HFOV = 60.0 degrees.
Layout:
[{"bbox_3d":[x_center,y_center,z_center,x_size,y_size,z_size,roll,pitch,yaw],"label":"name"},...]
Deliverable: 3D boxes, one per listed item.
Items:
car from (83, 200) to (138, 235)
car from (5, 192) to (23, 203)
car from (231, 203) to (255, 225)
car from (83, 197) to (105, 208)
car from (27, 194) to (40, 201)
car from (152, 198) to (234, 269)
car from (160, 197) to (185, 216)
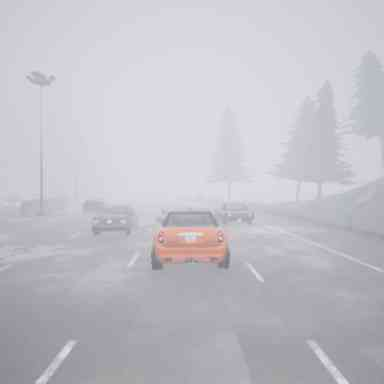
[{"bbox_3d":[-3.972,1.388,17.719,2.033,1.411,5.357,0,1,-4],"label":"car"},{"bbox_3d":[-30.000,0.862,56.166,2.097,1.767,4.553,0,1,-19],"label":"car"},{"bbox_3d":[2.647,1.398,22.247,1.895,1.301,4.718,0,1,-6],"label":"car"},{"bbox_3d":[-9.195,1.191,31.892,1.882,1.535,5.008,0,1,-9],"label":"car"},{"bbox_3d":[-25.820,1.038,54.678,1.812,1.442,4.674,0,1,-18],"label":"car"},{"bbox_3d":[-0.107,1.251,10.929,2.097,1.767,4.553,0,0,-2],"label":"car"},{"bbox_3d":[-1.830,1.253,30.096,1.812,1.442,4.674,0,1,-8],"label":"car"}]
